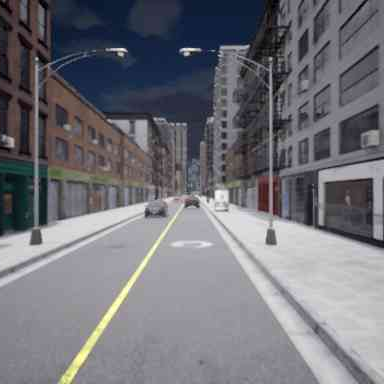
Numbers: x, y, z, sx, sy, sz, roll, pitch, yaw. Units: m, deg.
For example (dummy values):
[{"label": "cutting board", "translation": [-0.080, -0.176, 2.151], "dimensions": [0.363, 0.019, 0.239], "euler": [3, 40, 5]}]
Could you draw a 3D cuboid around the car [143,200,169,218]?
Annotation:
[{"label": "car", "translation": [-3.093, 1.467, 29.505], "dimensions": [1.837, 1.490, 4.892], "euler": [0, 0, 0]}]

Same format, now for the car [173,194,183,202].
[{"label": "car", "translation": [-2.990, 1.289, 70.725], "dimensions": [2.097, 1.767, 4.553], "euler": [0, 0, 0]}]

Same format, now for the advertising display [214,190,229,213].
[{"label": "advertising display", "translation": [3.134, 0.985, 35.015], "dimensions": [1.540, 2.440, 0.280], "euler": [0, 0, 0]}]

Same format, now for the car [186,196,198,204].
[{"label": "car", "translation": [0.012, 1.440, 61.761], "dimensions": [2.128, 1.511, 4.902], "euler": [0, 0, 0]}]

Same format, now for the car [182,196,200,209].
[{"label": "car", "translation": [0.009, 1.429, 44.739], "dimensions": [1.837, 1.490, 4.892], "euler": [0, 0, 0]}]
